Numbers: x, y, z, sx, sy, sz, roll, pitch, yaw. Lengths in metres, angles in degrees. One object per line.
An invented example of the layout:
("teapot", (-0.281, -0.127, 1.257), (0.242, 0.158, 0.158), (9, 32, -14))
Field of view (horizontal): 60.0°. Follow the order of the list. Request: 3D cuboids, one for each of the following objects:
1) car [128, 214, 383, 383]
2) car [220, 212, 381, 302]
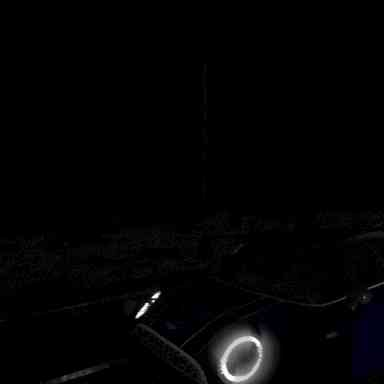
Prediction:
("car", (1.471, 1.348, 4.428), (4.553, 1.767, 2.097), (0, 0, -36))
("car", (2.955, 1.432, 8.755), (4.097, 1.590, 1.967), (0, 0, -36))
